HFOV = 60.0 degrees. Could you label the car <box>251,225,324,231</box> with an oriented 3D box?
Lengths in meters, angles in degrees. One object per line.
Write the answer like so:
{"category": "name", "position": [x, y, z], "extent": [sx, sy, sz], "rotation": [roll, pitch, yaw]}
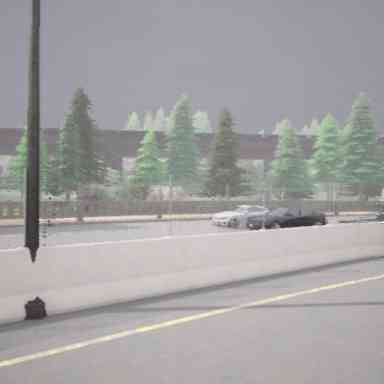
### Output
{"category": "car", "position": [5.422, 1.554, 19.039], "extent": [5.008, 1.535, 1.882], "rotation": [1, 0, -26]}

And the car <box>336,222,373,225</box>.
{"category": "car", "position": [9.758, 1.717, 17.314], "extent": [4.718, 1.301, 1.895], "rotation": [1, 0, -25]}
